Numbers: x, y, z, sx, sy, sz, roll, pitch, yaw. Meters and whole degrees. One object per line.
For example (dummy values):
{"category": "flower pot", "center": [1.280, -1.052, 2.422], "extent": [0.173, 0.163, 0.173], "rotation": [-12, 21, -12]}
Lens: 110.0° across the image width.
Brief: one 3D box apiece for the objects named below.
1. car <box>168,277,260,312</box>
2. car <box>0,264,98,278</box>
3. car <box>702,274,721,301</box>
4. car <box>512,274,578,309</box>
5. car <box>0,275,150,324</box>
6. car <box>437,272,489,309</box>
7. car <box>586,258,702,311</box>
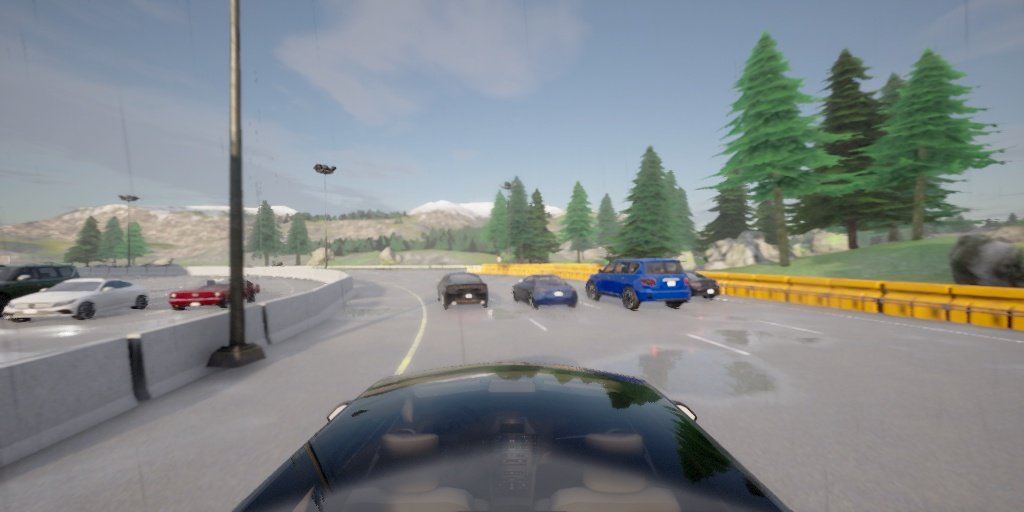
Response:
{"category": "car", "center": [-13.435, 1.676, 16.488], "extent": [1.895, 1.301, 4.718], "rotation": [0, -1, -19]}
{"category": "car", "center": [-20.005, 1.321, 14.145], "extent": [2.150, 2.045, 5.566], "rotation": [0, -2, -20]}
{"category": "car", "center": [8.216, 1.411, 18.072], "extent": [1.812, 1.442, 4.674], "rotation": [0, 0, -14]}
{"category": "car", "center": [1.346, 1.507, 16.246], "extent": [1.994, 1.385, 4.181], "rotation": [0, 0, -15]}
{"category": "car", "center": [-16.247, 1.582, 13.796], "extent": [1.812, 1.442, 4.674], "rotation": [0, -1, -18]}
{"category": "car", "center": [-2.394, 1.461, 16.647], "extent": [1.882, 1.535, 5.008], "rotation": [0, 0, -16]}
{"category": "car", "center": [5.225, 1.119, 15.650], "extent": [2.150, 2.045, 5.566], "rotation": [0, 0, -12]}
